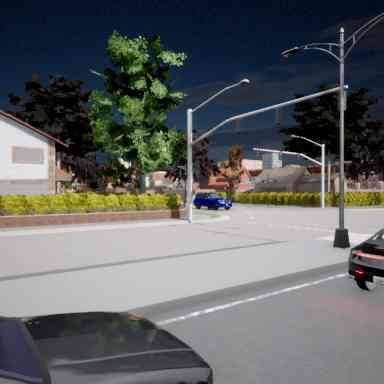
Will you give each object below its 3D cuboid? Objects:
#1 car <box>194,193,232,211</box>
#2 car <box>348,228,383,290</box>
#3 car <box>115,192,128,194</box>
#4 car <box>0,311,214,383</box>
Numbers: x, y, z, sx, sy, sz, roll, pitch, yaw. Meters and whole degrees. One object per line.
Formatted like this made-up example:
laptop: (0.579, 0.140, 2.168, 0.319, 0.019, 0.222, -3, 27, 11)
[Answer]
car: (2.434, 1.120, 40.407, 2.150, 2.045, 5.566, 0, 0, -36)
car: (5.592, 1.474, 7.733, 4.902, 1.511, 2.128, 0, 0, -35)
car: (-12.857, 1.065, 61.660, 2.150, 2.045, 5.566, 0, 0, -35)
car: (-2.342, 1.543, 2.073, 5.357, 1.411, 2.033, 0, 0, -36)
